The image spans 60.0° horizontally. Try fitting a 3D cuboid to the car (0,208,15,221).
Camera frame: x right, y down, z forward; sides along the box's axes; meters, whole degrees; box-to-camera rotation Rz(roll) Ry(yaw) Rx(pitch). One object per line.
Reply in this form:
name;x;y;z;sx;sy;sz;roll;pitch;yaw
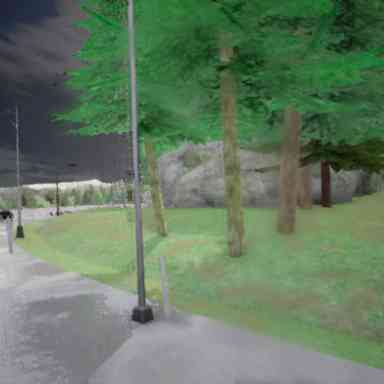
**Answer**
car;-21.199;2.479;36.461;1.812;1.442;4.674;-3;-1;-8
